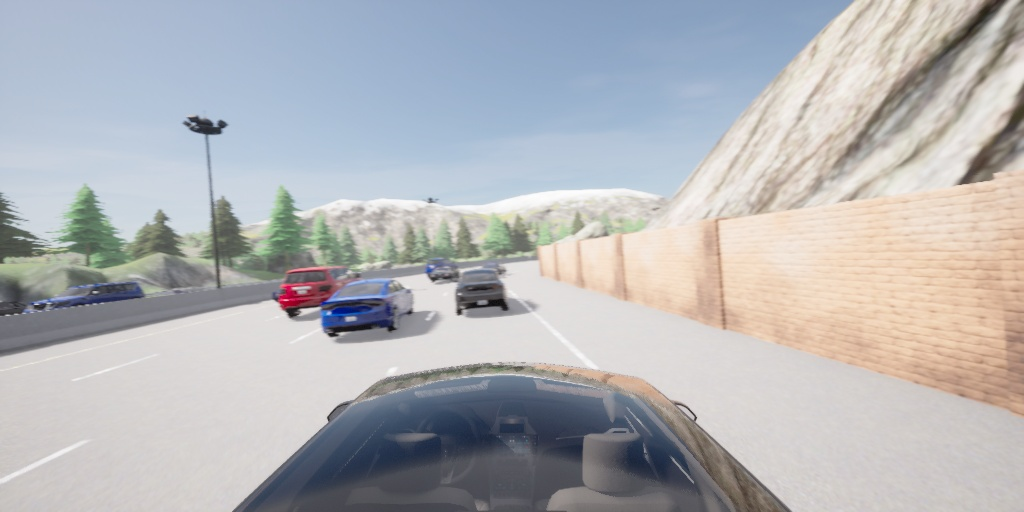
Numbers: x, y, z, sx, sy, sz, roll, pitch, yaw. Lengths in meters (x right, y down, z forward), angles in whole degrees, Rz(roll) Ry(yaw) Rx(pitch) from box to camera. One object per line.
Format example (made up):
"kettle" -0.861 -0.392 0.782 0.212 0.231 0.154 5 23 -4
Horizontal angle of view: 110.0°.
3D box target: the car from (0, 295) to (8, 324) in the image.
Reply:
"car" -33.533 3.495 20.840 2.097 1.767 4.553 -4 0 -3

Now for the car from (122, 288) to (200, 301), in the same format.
"car" -23.294 2.945 24.768 1.895 1.301 4.718 -4 0 -2

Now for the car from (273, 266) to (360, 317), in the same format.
"car" -8.590 1.513 16.849 2.150 2.045 5.566 -4 1 -6

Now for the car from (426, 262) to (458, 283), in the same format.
"car" -5.799 1.578 31.639 1.895 1.301 4.718 -4 0 3

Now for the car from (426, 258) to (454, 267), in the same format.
"car" -8.036 1.299 41.478 2.150 2.045 5.566 -5 1 12

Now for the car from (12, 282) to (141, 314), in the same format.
"car" -26.723 2.835 22.817 2.150 2.045 5.566 -4 1 -3

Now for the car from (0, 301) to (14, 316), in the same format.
"car" -30.000 3.386 20.129 1.837 1.490 4.892 -5 1 -4

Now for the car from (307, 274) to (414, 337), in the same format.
"car" -4.507 1.495 11.843 1.882 1.535 5.008 -4 1 -6

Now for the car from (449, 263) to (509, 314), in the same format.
"car" -1.249 1.262 14.138 1.837 1.490 4.892 -4 1 -6

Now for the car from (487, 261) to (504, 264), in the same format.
"car" -1.777 1.217 34.579 1.994 1.385 4.181 -4 0 8
